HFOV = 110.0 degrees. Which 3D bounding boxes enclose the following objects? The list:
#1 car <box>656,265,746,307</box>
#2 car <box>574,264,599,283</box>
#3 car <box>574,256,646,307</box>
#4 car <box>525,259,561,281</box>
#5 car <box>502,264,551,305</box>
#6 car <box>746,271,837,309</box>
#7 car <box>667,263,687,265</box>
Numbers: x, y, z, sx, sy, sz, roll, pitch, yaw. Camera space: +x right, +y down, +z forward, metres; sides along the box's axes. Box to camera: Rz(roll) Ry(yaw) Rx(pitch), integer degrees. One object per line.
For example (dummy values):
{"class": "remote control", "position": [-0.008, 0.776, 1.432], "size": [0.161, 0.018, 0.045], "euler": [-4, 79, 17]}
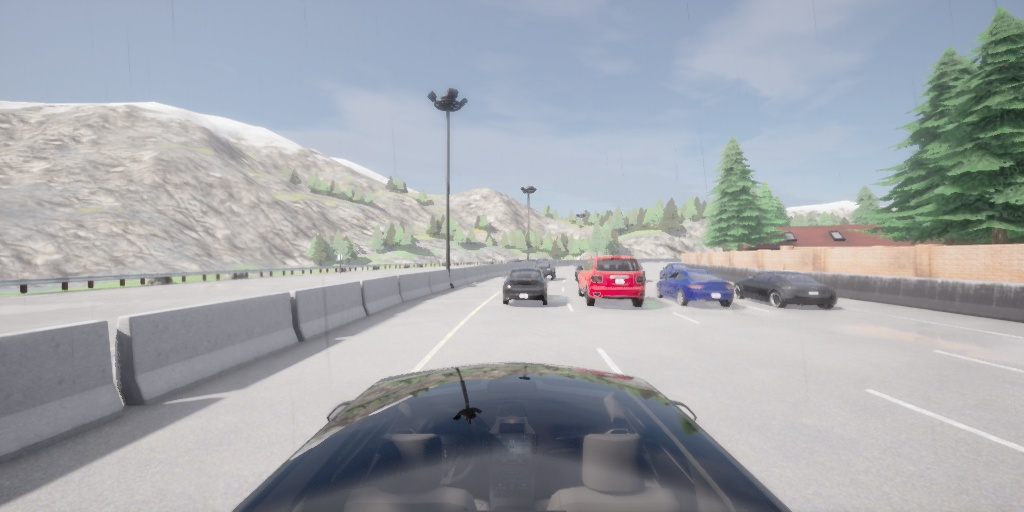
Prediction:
{"class": "car", "position": [7.648, 1.283, 15.333], "size": [1.812, 1.442, 4.674], "euler": [0, 0, 5]}
{"class": "car", "position": [6.153, 1.366, 29.726], "size": [1.895, 1.301, 4.718], "euler": [0, 0, 11]}
{"class": "car", "position": [4.166, 1.008, 15.690], "size": [2.150, 2.045, 5.566], "euler": [0, 0, 5]}
{"class": "car", "position": [2.709, 1.245, 30.348], "size": [2.128, 1.511, 4.902], "euler": [0, 0, 11]}
{"class": "car", "position": [0.679, 1.266, 15.987], "size": [1.837, 1.490, 4.892], "euler": [0, 0, 5]}
{"class": "car", "position": [11.133, 1.322, 15.006], "size": [1.994, 1.385, 4.181], "euler": [0, 0, 5]}
{"class": "car", "position": [13.025, 1.283, 28.393], "size": [1.812, 1.442, 4.674], "euler": [0, 0, 11]}
